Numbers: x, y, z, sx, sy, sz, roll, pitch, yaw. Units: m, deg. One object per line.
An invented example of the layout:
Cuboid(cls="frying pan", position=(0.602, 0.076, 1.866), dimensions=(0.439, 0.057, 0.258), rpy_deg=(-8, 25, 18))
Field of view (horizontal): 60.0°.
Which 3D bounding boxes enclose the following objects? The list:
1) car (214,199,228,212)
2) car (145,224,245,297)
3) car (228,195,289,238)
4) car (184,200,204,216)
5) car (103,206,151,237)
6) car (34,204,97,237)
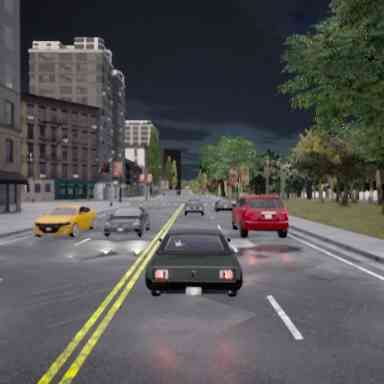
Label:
Cuboid(cls="car", position=(3.457, 1.440, 36.046), dimensions=(1.994, 1.385, 4.181), rpy_deg=(0, 0, 0))
Cuboid(cls="car", position=(0.068, 1.574, 8.492), dimensions=(1.895, 1.301, 4.718), rpy_deg=(0, 0, 1))
Cuboid(cls="car", position=(3.395, 1.164, 17.387), dimensions=(2.150, 2.045, 5.566), rpy_deg=(0, 0, 0))
Cuboid(cls="car", position=(0.198, 1.440, 31.544), dimensions=(2.033, 1.411, 5.357), rpy_deg=(0, 0, 0))
Cuboid(cls="car", position=(-3.296, 1.468, 17.652), dimensions=(1.812, 1.442, 4.674), rpy_deg=(0, 0, 0))
Cuboid(cls="car", position=(-6.546, 1.420, 17.692), dimensions=(1.882, 1.535, 5.008), rpy_deg=(0, 0, 0))
